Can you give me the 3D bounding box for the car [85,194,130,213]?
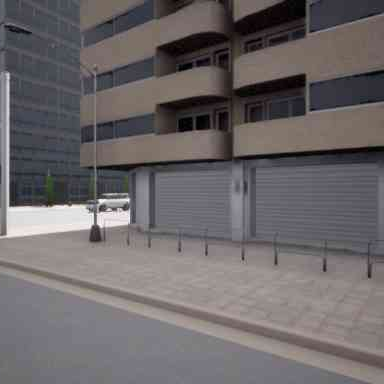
[{"bbox_3d":[-9.344,1.194,37.602,2.150,2.045,5.566,0,0,36],"label":"car"}]
